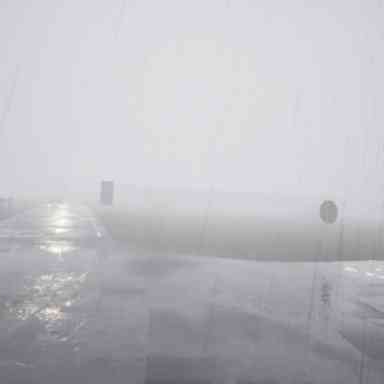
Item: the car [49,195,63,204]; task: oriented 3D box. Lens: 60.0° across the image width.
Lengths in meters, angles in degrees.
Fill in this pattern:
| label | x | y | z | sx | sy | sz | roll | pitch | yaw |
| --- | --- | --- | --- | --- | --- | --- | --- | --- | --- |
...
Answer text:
| label | x | y | z | sx | sy | sz | roll | pitch | yaw |
| --- | --- | --- | --- | --- | --- | --- | --- | --- | --- |
| car | -21.817 | 1.161 | 53.394 | 1.812 | 1.442 | 4.674 | 3 | -1 | -20 |
